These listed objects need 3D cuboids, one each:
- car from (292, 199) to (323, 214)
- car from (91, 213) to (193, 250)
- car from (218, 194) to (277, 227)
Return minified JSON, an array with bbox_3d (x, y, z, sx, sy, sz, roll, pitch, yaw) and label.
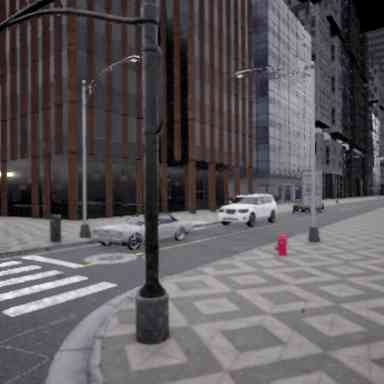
[{"bbox_3d":[11.680,1.380,33.500,1.882,1.535,5.008,-1,0,36],"label":"car"},{"bbox_3d":[-2.051,1.621,14.703,1.895,1.301,4.718,-1,0,36],"label":"car"},{"bbox_3d":[3.996,1.187,23.015,2.150,2.045,5.566,-1,0,36],"label":"car"}]
